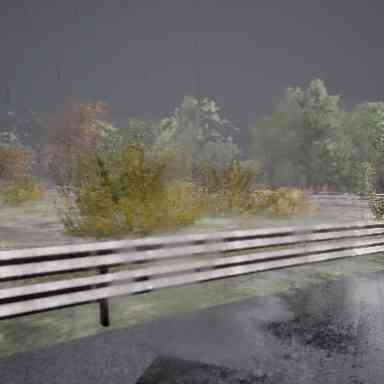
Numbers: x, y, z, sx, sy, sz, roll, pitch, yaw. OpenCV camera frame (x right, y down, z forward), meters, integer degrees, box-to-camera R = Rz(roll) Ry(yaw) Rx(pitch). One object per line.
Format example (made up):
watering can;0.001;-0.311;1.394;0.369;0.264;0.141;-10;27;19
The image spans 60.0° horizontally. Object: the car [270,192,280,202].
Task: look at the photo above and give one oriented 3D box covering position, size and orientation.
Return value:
car;12.165;0.655;50.848;4.718;1.301;1.895;1;2;18
